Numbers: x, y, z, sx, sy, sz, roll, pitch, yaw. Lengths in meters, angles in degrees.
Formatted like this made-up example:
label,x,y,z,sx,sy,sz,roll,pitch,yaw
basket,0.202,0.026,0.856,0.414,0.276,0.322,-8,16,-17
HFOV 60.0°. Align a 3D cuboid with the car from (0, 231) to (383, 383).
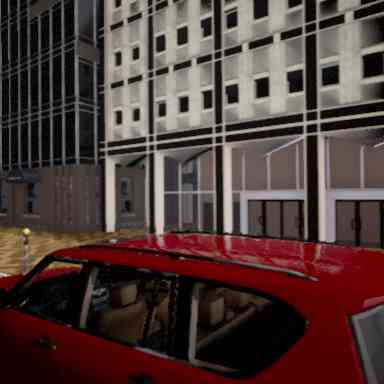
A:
label,x,y,z,sx,sy,sz,roll,pitch,yaw
car,-0.473,1.332,3.220,5.009,1.841,2.192,-1,-1,36
